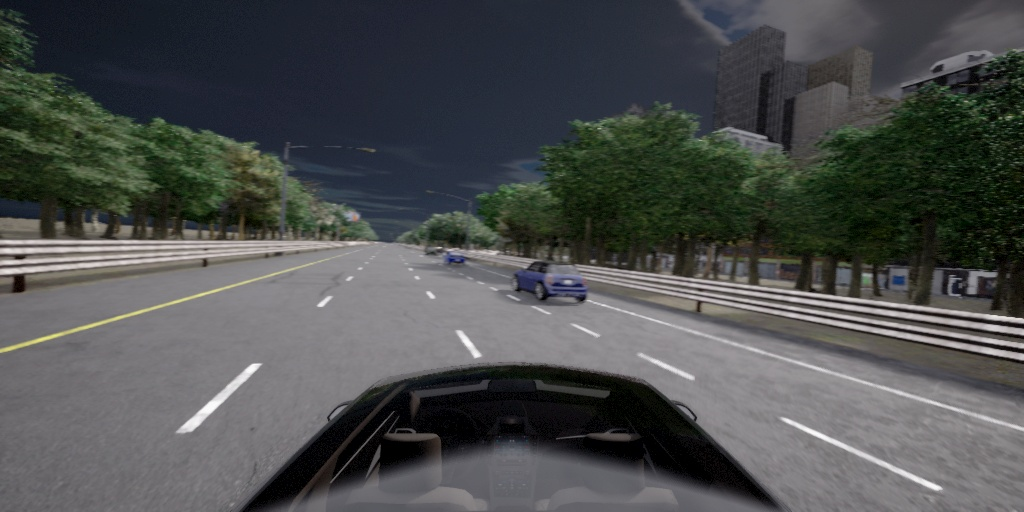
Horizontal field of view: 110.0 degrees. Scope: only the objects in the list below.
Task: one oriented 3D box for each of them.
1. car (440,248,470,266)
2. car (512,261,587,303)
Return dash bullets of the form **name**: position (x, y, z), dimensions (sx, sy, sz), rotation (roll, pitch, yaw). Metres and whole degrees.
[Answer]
- **car**: position (-6.530, 0.189, 40.311), dimensions (1.882, 1.535, 5.008), rotation (4, 1, -19)
- **car**: position (1.592, 0.998, 16.583), dimensions (2.097, 1.767, 4.553), rotation (4, 1, -19)
